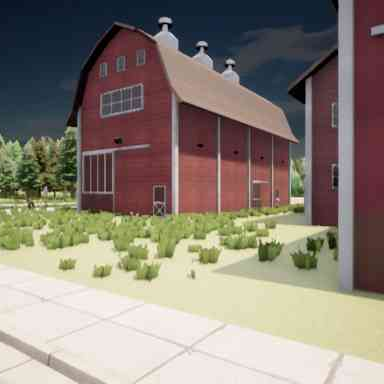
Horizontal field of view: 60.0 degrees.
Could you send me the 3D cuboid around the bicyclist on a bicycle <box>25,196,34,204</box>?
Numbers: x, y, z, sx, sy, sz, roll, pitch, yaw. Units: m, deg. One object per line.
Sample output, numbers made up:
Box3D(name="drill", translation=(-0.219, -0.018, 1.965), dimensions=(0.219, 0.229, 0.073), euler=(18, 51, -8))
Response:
Box3D(name="bicyclist on a bicycle", translation=(-16.505, 1.275, 33.831), dimensions=(1.656, 1.620, 0.582), euler=(0, 0, 37))
